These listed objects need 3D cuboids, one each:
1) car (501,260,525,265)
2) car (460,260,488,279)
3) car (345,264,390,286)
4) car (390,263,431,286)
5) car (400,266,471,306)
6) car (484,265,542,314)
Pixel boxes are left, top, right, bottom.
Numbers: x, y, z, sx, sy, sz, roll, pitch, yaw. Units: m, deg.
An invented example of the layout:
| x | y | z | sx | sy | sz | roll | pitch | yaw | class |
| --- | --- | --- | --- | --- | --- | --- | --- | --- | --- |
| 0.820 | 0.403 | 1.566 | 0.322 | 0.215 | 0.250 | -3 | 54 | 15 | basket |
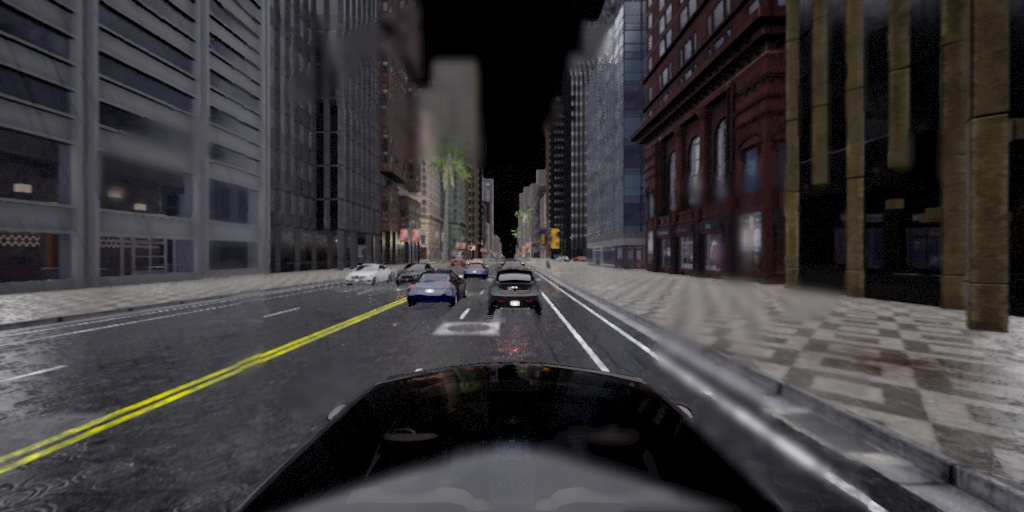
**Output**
| x | y | z | sx | sy | sz | roll | pitch | yaw | class |
| --- | --- | --- | --- | --- | --- | --- | --- | --- | --- |
| 0.090 | 1.086 | 31.317 | 2.097 | 1.767 | 4.553 | 0 | 0 | 0 | car |
| -3.160 | 1.298 | 32.205 | 1.994 | 1.385 | 4.181 | 0 | 0 | 0 | car |
| -9.856 | 1.264 | 25.083 | 1.812 | 1.442 | 4.674 | 0 | 0 | 0 | car |
| -6.606 | 1.243 | 24.988 | 1.837 | 1.490 | 4.892 | 0 | 0 | 0 | car |
| -3.154 | 1.307 | 15.741 | 1.994 | 1.385 | 4.181 | 0 | 0 | 0 | car |
| 0.096 | 1.248 | 13.780 | 1.837 | 1.490 | 4.892 | 0 | 0 | 0 | car |
